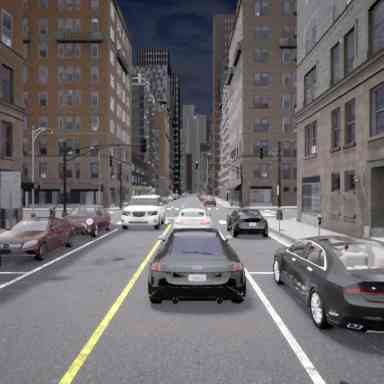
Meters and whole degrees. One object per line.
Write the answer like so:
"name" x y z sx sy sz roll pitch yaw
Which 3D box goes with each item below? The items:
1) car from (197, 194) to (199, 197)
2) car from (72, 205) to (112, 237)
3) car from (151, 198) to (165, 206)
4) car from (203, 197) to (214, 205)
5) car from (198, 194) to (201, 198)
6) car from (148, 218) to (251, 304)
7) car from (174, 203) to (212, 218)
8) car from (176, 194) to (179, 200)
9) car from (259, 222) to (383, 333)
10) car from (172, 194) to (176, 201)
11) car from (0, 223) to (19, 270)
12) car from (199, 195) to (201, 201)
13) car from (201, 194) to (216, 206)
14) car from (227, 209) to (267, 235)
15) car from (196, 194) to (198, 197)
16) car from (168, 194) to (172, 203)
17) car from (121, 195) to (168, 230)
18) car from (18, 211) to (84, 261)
"car" 3.024 1.545 87.274 1.967 1.590 4.097 0 0 0
"car" -5.655 1.437 17.738 1.967 1.590 4.097 0 0 0
"car" -5.588 1.608 54.841 1.802 1.307 4.206 0 0 0
"car" 2.952 1.560 60.400 1.752 1.417 4.829 0 0 0
"car" 2.995 1.511 76.456 1.967 1.590 4.097 0 0 0
"car" 0.089 1.562 8.194 1.994 1.385 4.181 0 0 0
"car" 0.049 1.523 16.952 1.812 1.442 4.674 0 0 1
"car" -5.487 1.440 92.701 2.192 1.841 5.009 0 0 0
"car" 2.861 1.549 6.728 2.008 1.369 4.403 0 0 0
"car" -5.515 1.611 81.713 1.752 1.417 4.829 0 0 0
"car" -5.664 1.564 6.735 1.947 1.339 4.313 0 0 0
"car" 2.967 1.595 65.638 2.008 1.369 4.403 0 0 0
"car" 2.937 1.466 54.820 1.967 1.590 4.097 0 0 0
"car" 2.871 1.563 17.730 1.947 1.339 4.313 0 0 0
"car" 3.037 1.441 92.684 2.192 1.841 5.009 0 0 0
"car" -5.558 1.595 65.658 2.008 1.369 4.403 0 0 0
"car" -2.982 1.221 21.297 2.150 2.045 5.566 0 0 0
"car" -5.660 1.580 12.237 1.802 1.307 4.206 0 0 0
